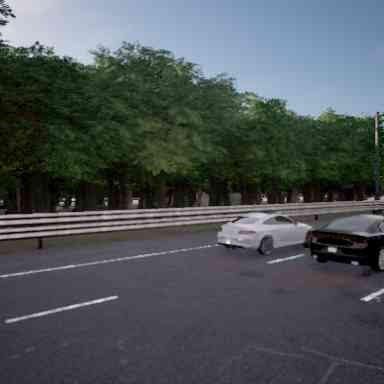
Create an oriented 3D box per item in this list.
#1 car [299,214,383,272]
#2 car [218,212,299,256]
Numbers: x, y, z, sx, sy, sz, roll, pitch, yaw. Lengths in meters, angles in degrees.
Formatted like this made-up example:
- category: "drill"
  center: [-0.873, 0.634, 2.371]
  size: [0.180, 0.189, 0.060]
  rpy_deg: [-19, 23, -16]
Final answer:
- category: "car"
  center: [5.849, 1.478, 10.973]
  size: [5.008, 1.535, 1.882]
  rpy_deg: [0, 0, -40]
- category: "car"
  center: [3.036, 1.519, 13.179]
  size: [4.674, 1.442, 1.812]
  rpy_deg: [0, 0, -40]
